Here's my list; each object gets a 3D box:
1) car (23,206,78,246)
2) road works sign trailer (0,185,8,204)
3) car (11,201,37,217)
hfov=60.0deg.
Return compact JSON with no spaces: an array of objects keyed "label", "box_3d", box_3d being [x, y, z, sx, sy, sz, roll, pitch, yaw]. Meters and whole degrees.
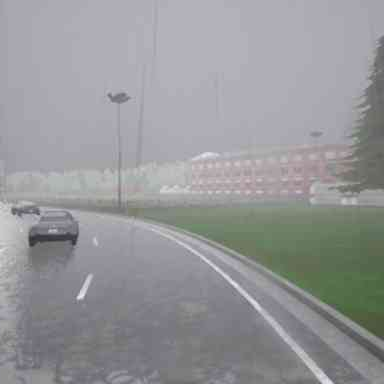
[{"label":"car","box_3d":[-6.361,1.564,15.519,1.994,1.385,4.181,0,0,-19]},{"label":"road works sign trailer","box_3d":[-36.136,0.543,62.463,2.380,3.560,2.880,-1,0,-39]},{"label":"car","box_3d":[-15.864,1.547,31.685,1.812,1.442,4.674,-1,0,-38]}]
